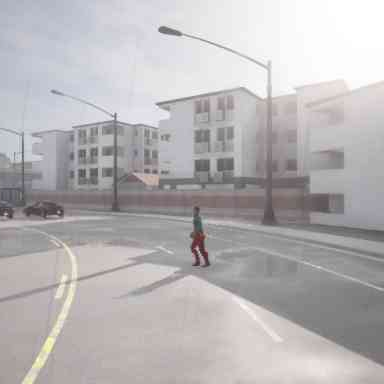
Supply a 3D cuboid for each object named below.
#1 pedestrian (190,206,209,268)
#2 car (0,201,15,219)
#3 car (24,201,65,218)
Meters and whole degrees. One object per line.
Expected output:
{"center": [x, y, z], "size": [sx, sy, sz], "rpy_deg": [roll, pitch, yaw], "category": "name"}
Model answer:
{"center": [0.180, 1.294, 9.826], "size": [0.375, 1.860, 0.375], "rpy_deg": [0, 0, -18], "category": "pedestrian"}
{"center": [-16.778, 1.504, 28.017], "size": [4.892, 1.490, 1.837], "rpy_deg": [0, 0, 37], "category": "car"}
{"center": [-13.154, 1.526, 29.627], "size": [4.674, 1.442, 1.812], "rpy_deg": [0, 0, 37], "category": "car"}
